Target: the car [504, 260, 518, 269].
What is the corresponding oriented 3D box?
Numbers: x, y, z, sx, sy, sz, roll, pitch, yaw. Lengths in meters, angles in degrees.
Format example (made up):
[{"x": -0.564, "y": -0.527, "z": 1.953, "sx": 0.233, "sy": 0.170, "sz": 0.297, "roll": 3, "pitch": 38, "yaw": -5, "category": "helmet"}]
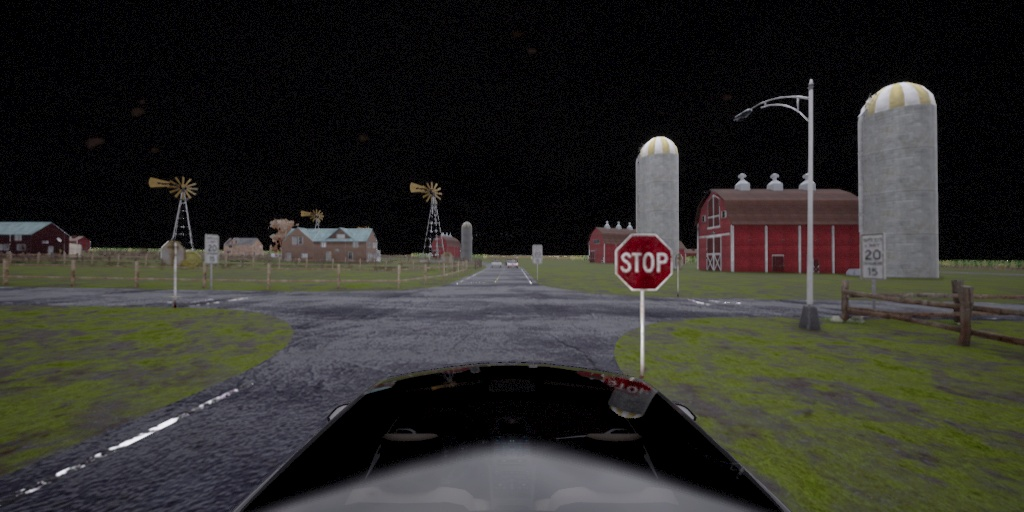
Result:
[{"x": 0.077, "y": 1.475, "z": 61.770, "sx": 1.895, "sy": 1.301, "sz": 4.718, "roll": 0, "pitch": 0, "yaw": -2, "category": "car"}]
